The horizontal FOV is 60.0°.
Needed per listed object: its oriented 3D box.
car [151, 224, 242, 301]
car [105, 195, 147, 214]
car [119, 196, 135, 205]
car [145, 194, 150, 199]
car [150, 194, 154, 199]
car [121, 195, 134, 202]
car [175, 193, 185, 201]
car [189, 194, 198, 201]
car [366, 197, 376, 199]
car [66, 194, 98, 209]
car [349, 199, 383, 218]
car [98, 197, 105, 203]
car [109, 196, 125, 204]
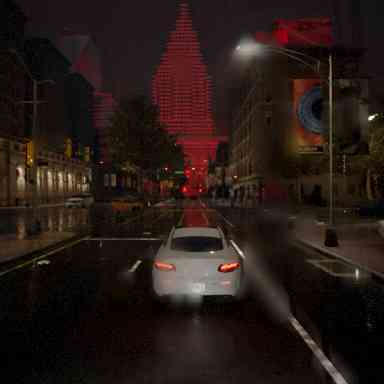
[{"bbox_3d":[0.110,1.526,8.204,1.812,1.442,4.674,0,0,1],"label":"car"},{"bbox_3d":[-7.303,1.478,36.349,1.882,1.535,5.008,-1,1,-39],"label":"car"},{"bbox_3d":[-11.337,1.477,58.272,1.882,1.535,5.008,0,0,0],"label":"car"},{"bbox_3d":[-11.197,1.540,72.596,2.033,1.411,5.357,0,0,0],"label":"car"},{"bbox_3d":[-11.135,1.348,87.208,2.097,1.767,4.553,0,0,0],"label":"car"},{"bbox_3d":[-14.682,1.500,76.021,1.837,1.490,4.892,0,0,0],"label":"car"},{"bbox_3d":[-3.138,1.218,86.529,2.150,2.045,5.566,0,0,0],"label":"car"},{"bbox_3d":[0.362,1.493,86.484,1.837,1.490,4.892,0,0,0],"label":"car"},{"bbox_3d":[34.730,1.481,68.120,2.231,1.521,4.892,0,0,0],"label":"car"},{"bbox_3d":[-14.914,1.224,44.647,2.150,2.045,5.566,0,0,0],"label":"car"},{"bbox_3d":[17.091,1.547,29.942,5.357,1.411,2.033,0,0,0],"label":"car"},{"bbox_3d":[-17.970,1.595,66.948,1.895,1.301,4.718,0,0,0],"label":"car"},{"bbox_3d":[-14.753,1.547,65.593,2.033,1.411,5.357,0,0,1],"label":"car"}]
